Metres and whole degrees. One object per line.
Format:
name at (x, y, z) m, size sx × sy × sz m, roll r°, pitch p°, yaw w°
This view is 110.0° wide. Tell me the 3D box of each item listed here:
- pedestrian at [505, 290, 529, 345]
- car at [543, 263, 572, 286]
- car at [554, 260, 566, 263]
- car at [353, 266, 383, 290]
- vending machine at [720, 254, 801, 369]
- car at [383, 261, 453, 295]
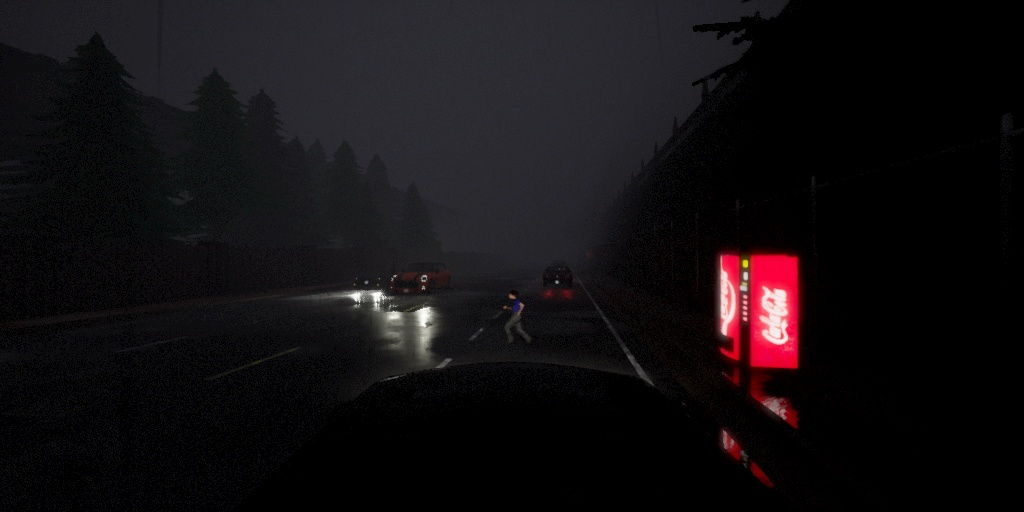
pedestrian at (0.117, 1.322, 8.022) m, size 0.375 × 1.300 × 0.375 m, roll 0°, pitch 0°, yaw 8°
car at (3.196, 1.345, 24.927) m, size 1.895 × 1.301 × 4.718 m, roll 0°, pitch 0°, yaw 8°
car at (5.641, 1.244, 42.220) m, size 1.837 × 1.490 × 4.892 m, roll 0°, pitch 0°, yaw 8°
car at (-7.981, 1.309, 22.282) m, size 1.994 × 1.385 × 4.181 m, roll 0°, pitch 0°, yaw 8°
vending machine at (4.413, 0.944, 6.464) m, size 1.100 × 2.100 × 0.880 m, roll 0°, pitch 0°, yaw 8°
car at (-4.827, 1.097, 19.586) m, size 2.097 × 1.767 × 4.553 m, roll 0°, pitch 0°, yaw 8°
